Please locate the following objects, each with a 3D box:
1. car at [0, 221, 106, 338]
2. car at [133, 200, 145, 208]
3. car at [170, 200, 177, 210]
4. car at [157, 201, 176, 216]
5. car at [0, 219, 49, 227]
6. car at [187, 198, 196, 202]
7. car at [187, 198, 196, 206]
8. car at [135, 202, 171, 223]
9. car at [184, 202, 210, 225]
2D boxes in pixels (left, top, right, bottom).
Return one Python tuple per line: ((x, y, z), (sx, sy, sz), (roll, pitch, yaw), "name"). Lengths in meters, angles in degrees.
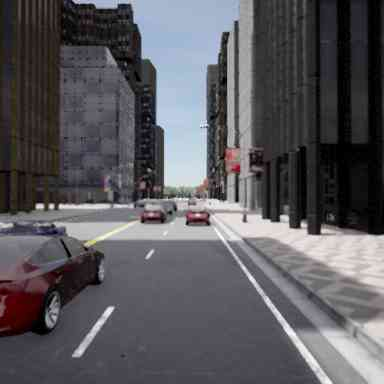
((-3.252, 1.593, 6.922), (2.163, 1.488, 4.792), (0, -1, 0), "car")
((-9.783, 2.256, 62.693), (1.882, 1.535, 5.008), (0, -1, 0), "car")
((-3.263, 2.071, 50.889), (2.033, 1.649, 4.856), (0, -1, 0), "car")
((-3.260, 2.107, 39.918), (1.895, 1.301, 4.718), (0, -1, 0), "car")
((-6.605, 1.766, 12.910), (1.895, 1.301, 4.718), (0, -1, 0), "car")
((0.024, 2.364, 67.941), (1.812, 1.442, 4.674), (0, -1, 1), "car")
((-0.020, 2.313, 80.136), (2.097, 1.767, 4.553), (0, -1, 0), "car")
((-3.257, 1.872, 28.920), (2.163, 1.488, 4.792), (0, -1, 0), "car")
((0.400, 1.857, 27.799), (2.163, 1.488, 4.792), (0, -1, -1), "car")
